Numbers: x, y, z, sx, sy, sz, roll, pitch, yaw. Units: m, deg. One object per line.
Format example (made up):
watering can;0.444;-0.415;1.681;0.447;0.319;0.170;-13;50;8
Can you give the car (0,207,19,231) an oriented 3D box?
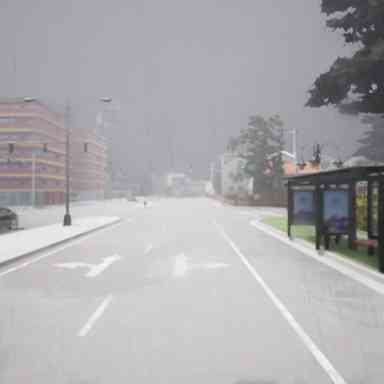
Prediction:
car;-11.535;1.564;18.490;1.837;1.490;4.892;0;-1;0

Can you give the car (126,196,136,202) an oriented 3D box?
car;-15.008;1.783;82.577;2.128;1.511;4.902;0;0;0
